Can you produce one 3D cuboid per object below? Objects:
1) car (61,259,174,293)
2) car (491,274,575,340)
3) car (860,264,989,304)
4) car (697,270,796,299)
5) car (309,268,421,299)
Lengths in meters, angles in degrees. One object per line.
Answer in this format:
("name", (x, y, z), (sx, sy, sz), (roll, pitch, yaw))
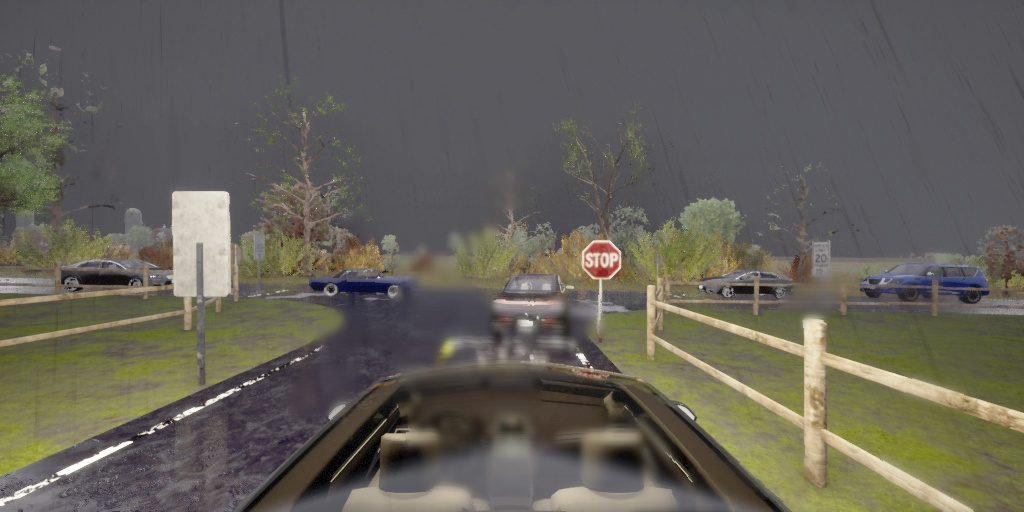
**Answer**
("car", (-18.494, 0.885, 17.087), (4.902, 1.511, 2.128), (1, 1, 0))
("car", (0.704, 1.240, 10.044), (2.128, 1.511, 4.902), (0, 0, 9))
("car", (22.894, 1.466, 19.998), (5.566, 2.045, 2.150), (1, 1, 0))
("car", (12.999, 1.525, 20.006), (4.902, 1.511, 2.128), (1, 1, 0))
("car", (-6.826, 1.248, 17.074), (4.718, 1.301, 1.895), (1, 1, 0))
